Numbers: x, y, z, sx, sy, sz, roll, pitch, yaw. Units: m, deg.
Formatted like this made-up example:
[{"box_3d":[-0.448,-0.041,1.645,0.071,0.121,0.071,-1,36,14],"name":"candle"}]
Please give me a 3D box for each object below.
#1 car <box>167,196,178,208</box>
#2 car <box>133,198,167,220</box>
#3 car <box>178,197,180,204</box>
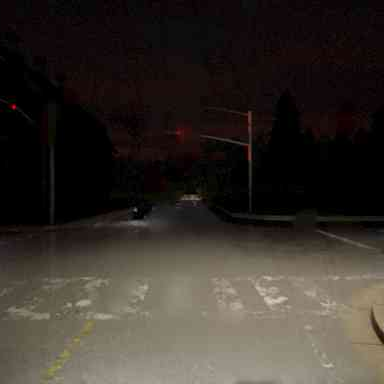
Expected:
[{"box_3d":[-3.505,1.539,47.697,2.033,1.411,5.357,0,0,0],"name":"car"},{"box_3d":[-3.546,1.348,27.610,2.097,1.767,4.553,0,0,0],"name":"car"},{"box_3d":[-3.372,1.549,65.666,1.837,1.490,4.892,0,0,0],"name":"car"}]
